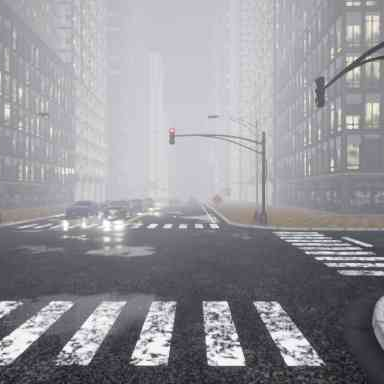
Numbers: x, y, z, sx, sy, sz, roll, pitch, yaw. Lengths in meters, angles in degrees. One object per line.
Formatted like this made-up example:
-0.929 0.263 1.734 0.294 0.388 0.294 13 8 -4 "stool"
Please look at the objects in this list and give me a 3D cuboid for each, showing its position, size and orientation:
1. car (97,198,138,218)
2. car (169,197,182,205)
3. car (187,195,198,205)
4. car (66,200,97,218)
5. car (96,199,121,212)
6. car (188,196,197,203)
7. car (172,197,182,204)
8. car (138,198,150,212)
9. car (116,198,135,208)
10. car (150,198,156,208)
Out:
-6.600 1.517 30.125 2.128 1.511 4.902 0 0 0 "car"
-3.150 1.592 60.003 2.128 1.511 4.902 0 0 0 "car"
0.101 1.625 59.487 1.812 1.442 4.674 0 0 0 "car"
-9.854 1.503 30.374 1.882 1.535 5.008 0 0 0 "car"
-9.848 1.607 39.508 1.994 1.385 4.181 0 0 0 "car"
0.068 1.622 71.352 1.882 1.535 5.008 0 0 0 "car"
-3.181 1.703 70.331 1.994 1.385 4.181 0 0 0 "car"
-6.599 1.521 39.653 1.882 1.535 5.008 0 0 0 "car"
-9.839 1.631 49.432 1.994 1.385 4.181 0 0 0 "car"
-6.593 1.594 49.700 1.812 1.442 4.674 0 0 0 "car"
